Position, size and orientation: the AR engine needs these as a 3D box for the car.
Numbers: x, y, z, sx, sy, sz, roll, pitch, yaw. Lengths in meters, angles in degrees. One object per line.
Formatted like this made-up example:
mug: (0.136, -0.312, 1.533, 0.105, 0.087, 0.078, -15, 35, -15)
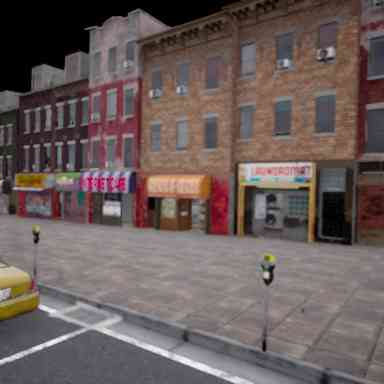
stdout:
car: (-4.758, 1.481, 6.183, 4.829, 1.417, 1.752, 0, 2, 36)
